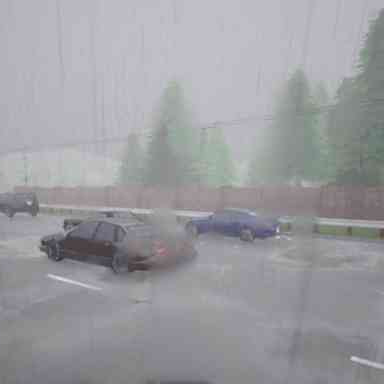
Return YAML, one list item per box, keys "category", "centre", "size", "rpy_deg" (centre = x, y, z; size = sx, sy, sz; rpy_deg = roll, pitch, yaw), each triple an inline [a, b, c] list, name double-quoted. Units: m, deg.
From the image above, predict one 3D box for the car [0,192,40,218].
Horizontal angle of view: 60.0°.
- category: "car"
  centre: [-14.883, 0.996, 27.522]
  size: [5.566, 2.045, 2.150]
  rpy_deg: [1, 0, 36]

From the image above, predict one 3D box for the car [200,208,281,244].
- category: "car"
  centre: [1.807, 1.465, 15.589]
  size: [4.674, 1.442, 1.812]
  rpy_deg: [1, 0, 35]

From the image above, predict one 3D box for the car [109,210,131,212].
- category: "car"
  centre: [-3.915, 1.504, 15.387]
  size: [4.718, 1.301, 1.895]
  rpy_deg: [1, 0, 36]

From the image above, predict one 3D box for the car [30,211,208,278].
- category: "car"
  centre: [-2.394, 1.486, 9.993]
  size: [5.357, 1.411, 2.033]
  rpy_deg: [1, 0, 36]
